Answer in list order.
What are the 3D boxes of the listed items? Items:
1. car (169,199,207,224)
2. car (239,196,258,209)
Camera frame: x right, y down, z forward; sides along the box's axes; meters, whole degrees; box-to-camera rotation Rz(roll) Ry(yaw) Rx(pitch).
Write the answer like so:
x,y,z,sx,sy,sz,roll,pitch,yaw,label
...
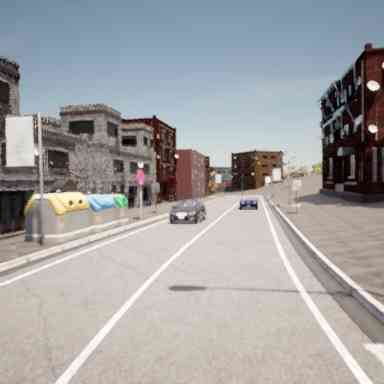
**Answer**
x,y,z,sx,sy,sz,roll,pitch,yaw,label
-0.179,1.224,22.297,2.128,1.511,4.902,-1,1,11,car
6.122,1.073,35.663,1.895,1.301,4.718,-1,1,11,car
